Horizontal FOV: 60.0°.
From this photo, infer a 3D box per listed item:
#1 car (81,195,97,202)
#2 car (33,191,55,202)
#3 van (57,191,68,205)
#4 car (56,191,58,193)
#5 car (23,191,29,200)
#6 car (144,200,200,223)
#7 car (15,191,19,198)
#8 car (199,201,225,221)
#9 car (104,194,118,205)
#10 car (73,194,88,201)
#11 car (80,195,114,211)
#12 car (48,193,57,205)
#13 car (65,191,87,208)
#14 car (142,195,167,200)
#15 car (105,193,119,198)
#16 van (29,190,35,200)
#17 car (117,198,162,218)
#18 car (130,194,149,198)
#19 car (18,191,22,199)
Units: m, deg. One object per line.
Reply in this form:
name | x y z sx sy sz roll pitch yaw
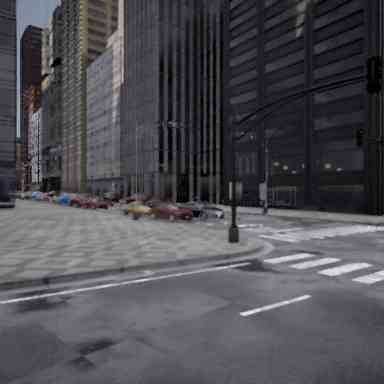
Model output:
car | -21.080 1.218 67.840 1.802 1.307 4.206 1 0 -36
car | -27.993 1.066 62.853 1.967 1.590 4.097 1 0 -36
van | -18.117 1.135 49.170 1.690 1.788 3.998 1 0 -36
car | -30.951 0.776 81.521 2.192 1.841 5.009 1 0 -36
car | -34.575 0.825 71.973 2.192 1.841 5.009 1 0 -36
car | -1.659 1.586 26.366 1.887 1.381 4.507 1 0 -36
car | -41.162 0.937 81.095 1.887 1.381 4.507 1 0 -36
car | 0.706 1.537 27.791 2.128 1.511 4.902 0 0 -36
car | -12.344 1.359 45.914 1.837 1.490 4.892 0 0 -36
car | -24.372 1.122 72.400 1.887 1.381 4.507 1 0 -36
car | -11.535 1.443 40.048 1.887 1.381 4.507 1 0 -36
car | -21.412 1.290 53.731 2.008 1.369 4.403 1 0 -36
car | -14.824 1.162 44.609 2.192 1.841 5.009 1 0 -36
car | -4.622 1.473 45.037 1.947 1.339 4.313 1 0 -36
car | -14.493 1.064 58.718 2.192 1.841 5.009 1 0 -36
van | -31.283 0.910 67.413 1.690 1.788 3.998 1 0 -36
car | -4.852 1.522 30.789 1.752 1.417 4.829 1 0 -36
car | -7.910 1.171 49.597 2.192 1.841 5.009 1 0 -36
car | -37.870 1.003 76.534 2.008 1.369 4.403 1 0 -36
